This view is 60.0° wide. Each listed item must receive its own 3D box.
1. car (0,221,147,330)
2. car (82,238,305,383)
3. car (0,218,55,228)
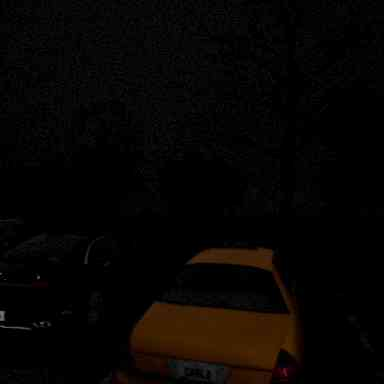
[{"bbox_3d":[-2.081,1.485,6.978,2.231,1.521,4.892,0,-1,15],"label":"car"},{"bbox_3d":[0.730,1.484,5.193,1.946,1.575,5.366,0,-1,16],"label":"car"},{"bbox_3d":[-4.837,1.484,8.958,2.231,1.521,4.892,1,-1,16],"label":"car"}]
